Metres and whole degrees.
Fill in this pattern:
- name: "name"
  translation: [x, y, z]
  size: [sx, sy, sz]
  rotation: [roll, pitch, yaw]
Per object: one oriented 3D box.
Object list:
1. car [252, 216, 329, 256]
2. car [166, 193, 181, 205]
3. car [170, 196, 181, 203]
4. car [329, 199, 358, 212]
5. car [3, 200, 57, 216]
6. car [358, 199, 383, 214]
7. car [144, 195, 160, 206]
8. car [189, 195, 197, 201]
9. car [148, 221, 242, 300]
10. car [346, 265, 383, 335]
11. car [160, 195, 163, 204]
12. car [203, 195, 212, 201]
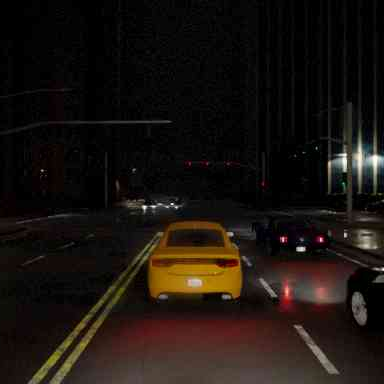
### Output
- name: "car"
  translation: [3.620, 1.601, 13.206]
  size: [1.895, 1.301, 4.718]
  rotation: [0, 0, 0]
- name: "car"
  translation: [-3.398, 1.221, 59.044]
  size: [2.150, 2.045, 5.566]
  rotation: [0, 0, 0]
- name: "car"
  translation: [-3.307, 1.564, 68.403]
  size: [1.994, 1.385, 4.181]
  rotation: [0, 0, 1]
- name: "car"
  translation: [19.036, 1.547, 38.903]
  size: [5.357, 1.411, 2.033]
  rotation: [0, 0, 0]
- name: "car"
  translation: [-15.274, 1.526, 31.463]
  size: [4.674, 1.442, 1.812]
  rotation: [0, 0, 0]
- name: "car"
  translation: [20.950, 1.491, 35.420]
  size: [4.902, 1.511, 2.128]
  rotation: [0, 0, -1]
- name: "car"
  translation: [-6.922, 1.505, 56.100]
  size: [1.837, 1.490, 4.892]
  rotation: [0, 0, 0]
- name: "car"
  translation: [0.235, 1.367, 80.143]
  size: [1.994, 1.385, 4.181]
  rotation: [0, 0, 0]
- name: "car"
  translation: [0.079, 1.478, 8.448]
  size: [1.882, 1.535, 5.008]
  rotation: [0, 0, 1]
- name: "car"
  translation: [3.612, 1.505, 3.935]
  size: [1.837, 1.490, 4.892]
  rotation: [0, 0, 0]
- name: "car"
  translation: [-6.846, 1.352, 65.287]
  size: [2.097, 1.767, 4.553]
  rotation: [0, 0, 1]
- name: "car"
  translation: [3.734, 1.429, 79.593]
  size: [1.837, 1.490, 4.892]
  rotation: [0, 0, 0]
